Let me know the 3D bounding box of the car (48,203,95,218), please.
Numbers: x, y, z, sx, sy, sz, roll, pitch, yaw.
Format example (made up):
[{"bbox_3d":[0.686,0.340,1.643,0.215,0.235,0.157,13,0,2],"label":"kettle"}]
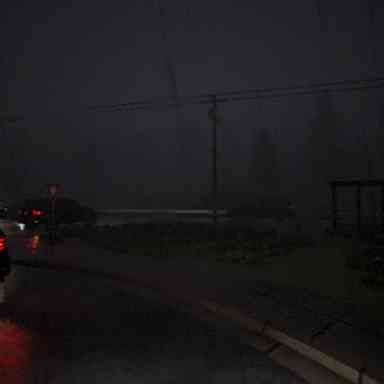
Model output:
[{"bbox_3d":[-12.235,1.873,33.832,4.181,1.385,1.994,0,0,18],"label":"car"}]

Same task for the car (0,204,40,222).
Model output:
[{"bbox_3d":[-16.007,1.865,30.291,4.181,1.385,1.994,-1,-1,33],"label":"car"}]

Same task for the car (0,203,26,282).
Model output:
[{"bbox_3d":[-6.747,1.315,7.995,5.566,2.045,2.150,0,0,31],"label":"car"}]

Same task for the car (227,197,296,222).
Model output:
[{"bbox_3d":[5.806,1.406,28.018,5.566,2.045,2.150,0,0,18],"label":"car"}]

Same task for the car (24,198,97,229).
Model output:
[{"bbox_3d":[-9.051,1.434,22.925,2.150,2.045,5.566,0,-1,27],"label":"car"}]
